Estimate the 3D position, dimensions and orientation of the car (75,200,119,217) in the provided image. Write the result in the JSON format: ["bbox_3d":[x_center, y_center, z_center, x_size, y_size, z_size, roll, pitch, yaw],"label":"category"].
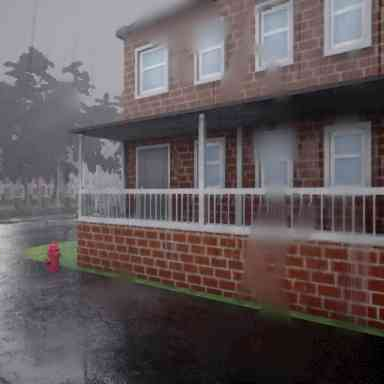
[{"bbox_3d":[-7.610,1.505,28.483,1.837,1.490,4.892,0,0,36],"label":"car"}]
